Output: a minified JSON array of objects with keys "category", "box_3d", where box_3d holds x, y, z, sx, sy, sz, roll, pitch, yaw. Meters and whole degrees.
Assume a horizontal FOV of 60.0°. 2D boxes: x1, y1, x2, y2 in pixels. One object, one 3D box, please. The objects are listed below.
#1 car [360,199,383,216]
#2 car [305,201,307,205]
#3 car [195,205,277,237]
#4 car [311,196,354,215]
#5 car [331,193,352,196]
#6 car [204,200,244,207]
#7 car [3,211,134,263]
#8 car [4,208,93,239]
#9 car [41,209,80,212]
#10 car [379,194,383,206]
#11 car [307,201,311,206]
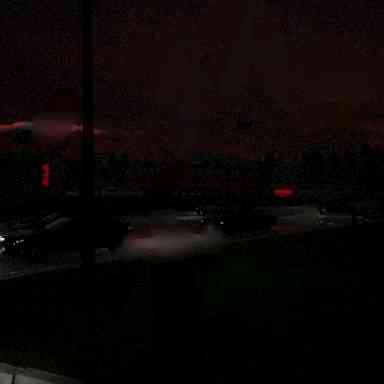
[{"category":"car","box_3d":[17.535,1.492,31.361,4.181,1.385,1.994,0,0,-40]},{"category":"car","box_3d":[19.498,1.565,51.291,4.718,1.301,1.895,0,0,-40]},{"category":"car","box_3d":[2.647,1.619,18.612,4.718,1.301,1.895,0,0,-41]},{"category":"car","box_3d":[14.421,1.449,33.308,4.902,1.511,2.128,0,0,-40]},{"category":"car","box_3d":[21.435,1.154,48.354,5.566,2.045,2.150,0,0,-40]},{"category":"car","box_3d":[2.541,1.651,32.361,4.718,1.301,1.895,0,0,-41]},{"category":"car","box_3d":[-4.442,1.587,12.514,4.674,1.442,1.812,0,0,-41]},{"category":"car","box_3d":[-7.984,1.667,18.708,4.181,1.385,1.994,0,0,-41]},{"category":"car","box_3d":[-6.101,1.607,15.697,4.674,1.442,1.812,-1,0,-41]},{"category":"car","box_3d":[26.318,0.978,43.313,5.008,1.535,1.882,0,0,-40]},{"category":"car","box_3d":[16.397,1.504,39.572,5.357,1.411,2.033,0,0,-40]}]
